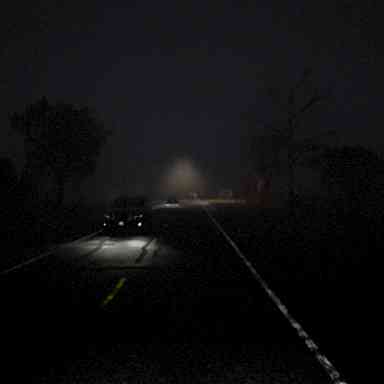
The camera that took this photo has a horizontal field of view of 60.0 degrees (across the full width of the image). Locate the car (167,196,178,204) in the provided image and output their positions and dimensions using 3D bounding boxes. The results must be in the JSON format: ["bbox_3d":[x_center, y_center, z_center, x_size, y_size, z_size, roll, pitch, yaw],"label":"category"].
[{"bbox_3d":[-3.538,1.429,60.482,2.128,1.511,4.902,0,0,1],"label":"car"}]

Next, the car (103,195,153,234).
[{"bbox_3d":[-3.599,1.213,19.670,2.150,2.045,5.566,0,0,0],"label":"car"}]

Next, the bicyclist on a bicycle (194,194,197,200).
[{"bbox_3d":[0.958,1.287,92.406,0.866,1.612,1.509,0,0,0],"label":"bicyclist on a bicycle"}]

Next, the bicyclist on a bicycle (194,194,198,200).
[{"bbox_3d":[0.956,1.316,83.303,0.866,1.612,1.509,0,0,0],"label":"bicyclist on a bicycle"}]
